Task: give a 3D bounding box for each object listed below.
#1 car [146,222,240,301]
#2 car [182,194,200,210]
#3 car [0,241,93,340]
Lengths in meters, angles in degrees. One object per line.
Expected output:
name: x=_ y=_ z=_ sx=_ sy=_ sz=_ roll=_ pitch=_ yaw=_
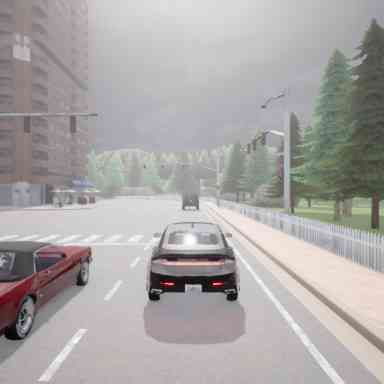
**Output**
car: x=0.023 y=1.492 z=8.310 sx=2.128 sy=1.511 sz=4.902 roll=0 pitch=0 yaw=0
car: x=-0.180 y=1.221 z=43.758 sx=2.150 sy=2.045 sz=5.566 roll=0 pitch=0 yaw=-1
car: x=-3.450 y=1.601 z=6.461 sx=1.895 sy=1.301 sz=4.718 roll=0 pitch=0 yaw=0
